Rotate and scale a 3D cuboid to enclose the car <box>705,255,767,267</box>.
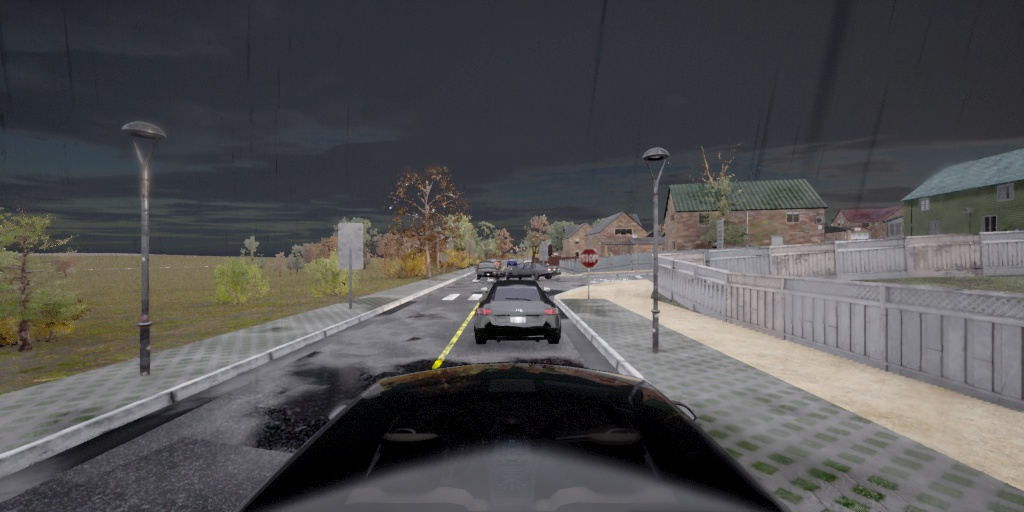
[{"bbox_3d":[14.389,0.413,22.954,4.181,1.385,1.994,-3,0,16],"label":"car"}]

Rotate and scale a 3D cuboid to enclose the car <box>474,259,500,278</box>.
[{"bbox_3d":[-2.248,1.257,31.491,1.837,1.490,4.892,0,0,-8],"label":"car"}]

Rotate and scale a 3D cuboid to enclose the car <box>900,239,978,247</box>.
[{"bbox_3d":[23.889,-0.208,20.532,4.902,1.511,2.128,-3,0,14],"label":"car"}]

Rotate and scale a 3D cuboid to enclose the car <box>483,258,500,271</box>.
[{"bbox_3d":[-2.843,1.120,51.309,2.097,1.767,4.553,0,0,1],"label":"car"}]

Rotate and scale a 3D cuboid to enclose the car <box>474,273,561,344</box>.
[{"bbox_3d":[0.103,1.313,9.565,1.994,1.385,4.181,0,0,-1],"label":"car"}]

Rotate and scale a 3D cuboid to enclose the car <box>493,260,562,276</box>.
[{"bbox_3d":[1.339,1.197,28.579,5.357,1.411,2.033,-4,-3,43],"label":"car"}]
